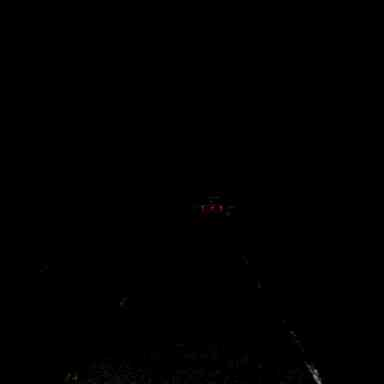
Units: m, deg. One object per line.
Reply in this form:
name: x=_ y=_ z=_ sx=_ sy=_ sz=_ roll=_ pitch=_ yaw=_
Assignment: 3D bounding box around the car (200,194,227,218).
car: x=1.960 y=1.368 z=30.784 sx=2.097 sy=1.767 sz=4.553 roll=0 pitch=0 yaw=6
